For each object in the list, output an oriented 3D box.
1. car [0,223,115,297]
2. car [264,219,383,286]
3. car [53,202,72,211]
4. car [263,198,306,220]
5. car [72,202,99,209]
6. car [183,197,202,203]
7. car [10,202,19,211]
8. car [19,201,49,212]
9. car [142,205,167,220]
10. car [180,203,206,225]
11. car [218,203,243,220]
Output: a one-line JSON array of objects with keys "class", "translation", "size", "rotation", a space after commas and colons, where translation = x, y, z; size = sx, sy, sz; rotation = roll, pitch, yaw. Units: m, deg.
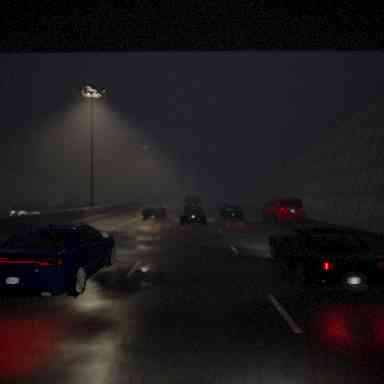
[{"class": "car", "translation": [-3.406, 1.558, 8.820], "size": [1.882, 1.535, 5.008], "rotation": [0, 0, 0]}, {"class": "car", "translation": [3.594, 1.688, 9.586], "size": [1.895, 1.301, 4.718], "rotation": [0, -1, 0]}, {"class": "car", "translation": [-17.577, 2.018, 46.434], "size": [1.895, 1.301, 4.718], "rotation": [0, -1, 0]}, {"class": "car", "translation": [7.084, 1.456, 26.065], "size": [2.150, 2.045, 5.566], "rotation": [0, -1, 0]}, {"class": "car", "translation": [-14.086, 2.006, 45.006], "size": [1.895, 1.301, 4.718], "rotation": [0, -1, 0]}, {"class": "car", "translation": [0.072, 1.596, 41.276], "size": [2.150, 2.045, 5.566], "rotation": [0, 0, 0]}, {"class": "car", "translation": [-24.551, 1.988, 49.013], "size": [2.033, 1.411, 5.357], "rotation": [0, -1, 0]}, {"class": "car", "translation": [-21.085, 1.932, 45.274], "size": [1.812, 1.442, 4.674], "rotation": [0, -1, 0]}, {"class": "car", "translation": [-3.421, 1.882, 31.260], "size": [1.895, 1.301, 4.718], "rotation": [0, -1, 0]}, {"class": "car", "translation": [0.083, 1.797, 26.114], "size": [1.994, 1.385, 4.181], "rotation": [0, -1, 0]}, {"class": "car", "translation": [3.580, 1.773, 31.273], "size": [2.128, 1.511, 4.902], "rotation": [0, -1, 0]}]
